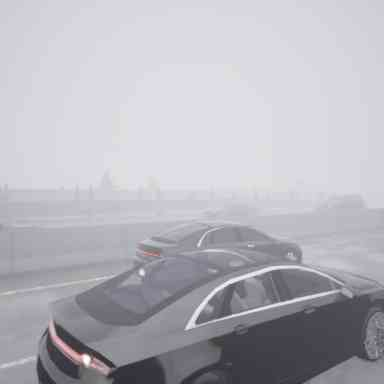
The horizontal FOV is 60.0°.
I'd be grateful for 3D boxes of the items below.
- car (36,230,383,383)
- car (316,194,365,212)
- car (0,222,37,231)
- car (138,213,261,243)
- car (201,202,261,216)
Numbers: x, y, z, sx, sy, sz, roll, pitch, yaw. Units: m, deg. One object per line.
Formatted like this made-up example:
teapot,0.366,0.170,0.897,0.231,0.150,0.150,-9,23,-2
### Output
car,0.714,1.492,4.250,4.902,1.511,2.128,0,0,-36
car,13.937,1.248,31.006,5.566,2.045,2.150,1,-1,-35
car,-8.021,1.545,11.157,5.357,1.411,2.033,0,0,-35
car,0.872,1.505,8.663,4.892,1.490,1.837,0,0,-36
car,3.375,1.550,27.812,5.357,1.411,2.033,0,0,-35
